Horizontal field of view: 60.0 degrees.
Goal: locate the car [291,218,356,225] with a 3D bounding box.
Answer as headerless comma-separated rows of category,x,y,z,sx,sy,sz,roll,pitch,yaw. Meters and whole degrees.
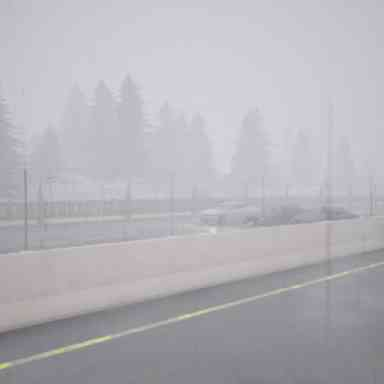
car,7.075,1.458,17.634,4.181,1.385,1.994,0,0,-35
